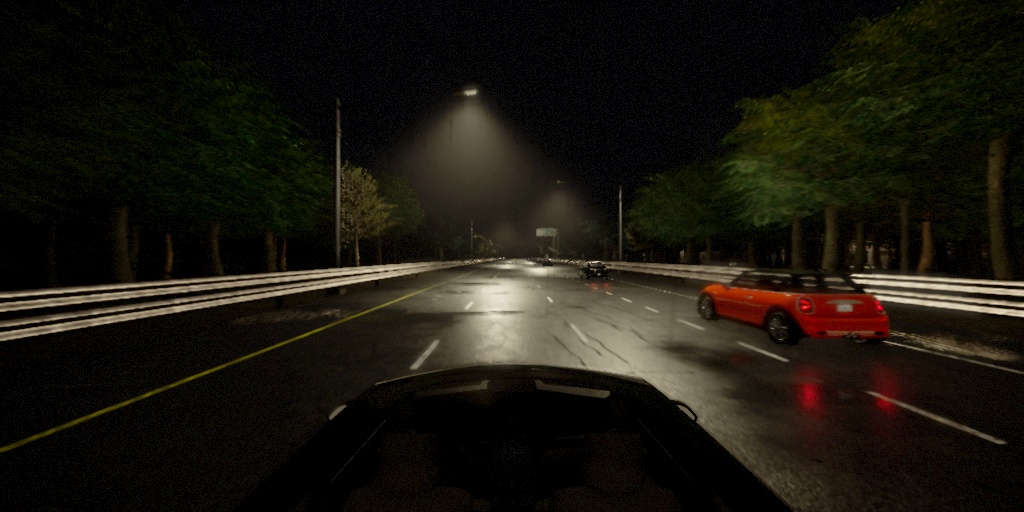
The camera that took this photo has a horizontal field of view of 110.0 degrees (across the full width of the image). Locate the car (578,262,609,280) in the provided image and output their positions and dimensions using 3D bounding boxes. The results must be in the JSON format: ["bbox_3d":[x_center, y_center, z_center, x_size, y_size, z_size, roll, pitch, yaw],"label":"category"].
[{"bbox_3d":[7.045,1.297,31.343,2.128,1.511,4.902,0,0,0],"label":"car"}]

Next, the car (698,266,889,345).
[{"bbox_3d":[7.002,1.114,9.663,2.097,1.767,4.553,0,0,0],"label":"car"}]
